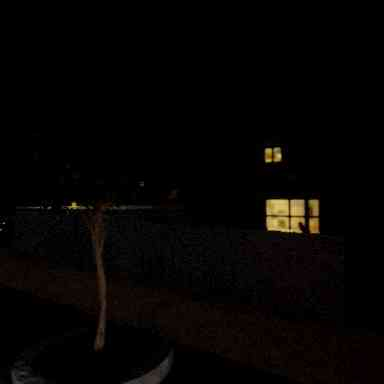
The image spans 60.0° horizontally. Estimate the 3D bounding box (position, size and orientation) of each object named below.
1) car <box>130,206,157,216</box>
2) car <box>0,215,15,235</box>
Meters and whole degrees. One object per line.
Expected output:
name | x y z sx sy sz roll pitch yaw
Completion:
car | -4.354 2.053 29.570 1.882 1.535 5.008 -1 -2 35
car | -10.376 1.905 21.143 1.994 1.385 4.181 -1 -2 35
